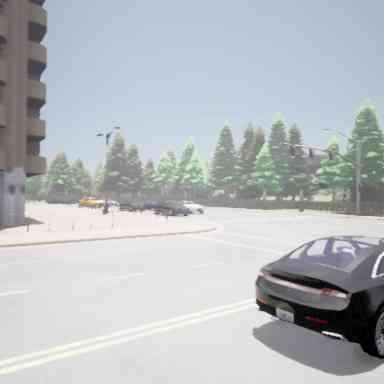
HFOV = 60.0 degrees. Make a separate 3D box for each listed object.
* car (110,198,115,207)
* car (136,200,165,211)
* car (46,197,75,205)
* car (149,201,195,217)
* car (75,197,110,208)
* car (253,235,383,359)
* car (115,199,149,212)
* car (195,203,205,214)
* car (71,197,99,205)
[{"bbox_3d":[-13.802,1.715,54.221,4.674,1.442,1.812,1,0,39],"label":"car"},{"bbox_3d":[-5.718,1.807,45.329,1.895,1.301,4.718,1,-1,-36],"label":"car"},{"bbox_3d":[-25.535,1.691,64.522,5.357,1.411,2.033,0,0,15],"label":"car"},{"bbox_3d":[-2.137,1.668,34.191,1.837,1.490,4.892,1,0,-35],"label":"car"},{"bbox_3d":[-15.236,1.628,50.906,5.008,1.535,1.882,0,-1,40],"label":"car"},{"bbox_3d":[3.286,1.565,6.126,4.902,1.511,2.128,1,-1,-36],"label":"car"},{"bbox_3d":[-7.492,1.668,41.768,1.837,1.490,4.892,1,0,-36],"label":"car"},{"bbox_3d":[-0.462,1.732,37.897,1.812,1.442,4.674,1,0,-35],"label":"car"},{"bbox_3d":[-21.487,1.702,66.715,4.902,1.511,2.128,0,0,18],"label":"car"}]
